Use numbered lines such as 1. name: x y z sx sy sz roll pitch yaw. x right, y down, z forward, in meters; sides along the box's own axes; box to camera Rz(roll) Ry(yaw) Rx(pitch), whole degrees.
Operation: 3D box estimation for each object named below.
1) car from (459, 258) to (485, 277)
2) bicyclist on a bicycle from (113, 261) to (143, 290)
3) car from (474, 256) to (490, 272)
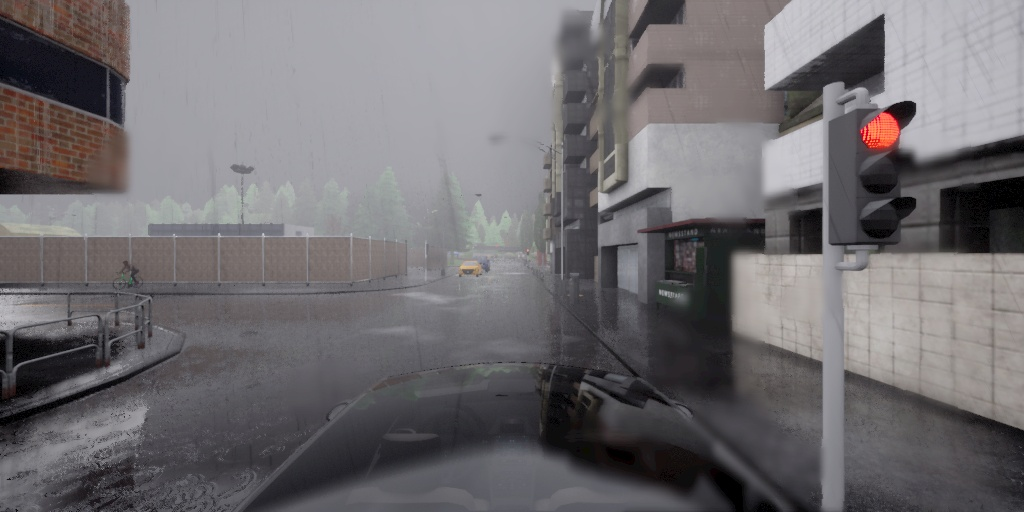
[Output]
1. car: -4.110 1.225 35.826 1.882 1.535 5.008 0 0 0
2. bicyclist on a bicycle: -22.180 1.098 20.731 0.582 1.620 1.656 0 0 0
3. car: -4.079 0.964 46.523 2.150 2.045 5.566 0 0 0
